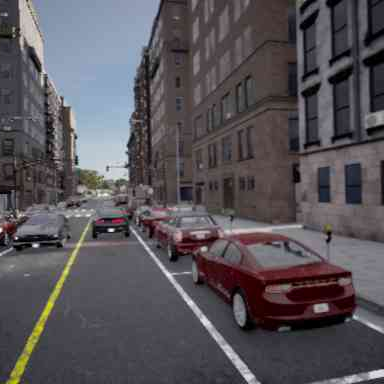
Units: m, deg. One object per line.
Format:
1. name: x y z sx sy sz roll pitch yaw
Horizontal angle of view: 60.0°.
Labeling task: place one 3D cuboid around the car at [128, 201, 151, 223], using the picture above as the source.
1. car: -3.125 1.580 23.283 2.008 1.369 4.403 -2 0 -15

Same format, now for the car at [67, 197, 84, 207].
1. car: -20.690 1.738 58.194 2.192 1.841 5.009 -2 0 -15

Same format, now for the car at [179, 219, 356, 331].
1. car: 1.232 1.495 6.802 1.887 1.381 4.507 -2 0 -15

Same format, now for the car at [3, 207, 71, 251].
1. car: -6.718 1.694 15.429 2.033 1.411 5.357 -2 0 -15

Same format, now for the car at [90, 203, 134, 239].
1. car: -4.443 1.583 18.200 1.837 1.490 4.892 -2 0 -14

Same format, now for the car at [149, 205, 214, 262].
1. car: -0.224 1.417 12.296 1.967 1.590 4.097 -2 0 -15

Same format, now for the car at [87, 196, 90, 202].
1. car: -27.705 2.092 84.802 1.887 1.381 4.507 -2 0 -15

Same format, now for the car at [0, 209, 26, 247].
1. car: -9.431 1.660 15.738 1.967 1.590 4.097 -2 0 -15

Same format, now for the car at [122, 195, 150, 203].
1. car: -4.583 1.371 28.776 2.192 1.841 5.009 -2 0 -15

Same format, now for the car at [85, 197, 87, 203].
1. car: -23.492 2.023 68.838 2.008 1.369 4.403 -2 0 -15

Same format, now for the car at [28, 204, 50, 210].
1. car: -12.335 1.713 26.725 1.967 1.590 4.097 -2 0 -15

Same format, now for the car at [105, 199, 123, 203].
1. car: -7.040 1.630 28.012 1.837 1.490 4.892 -2 0 -14

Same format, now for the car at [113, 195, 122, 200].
1. car: -11.437 1.493 54.950 2.192 1.841 5.009 -2 0 -15

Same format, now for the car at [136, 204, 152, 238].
1. car: -1.673 1.548 17.790 1.887 1.381 4.507 -2 0 -15
